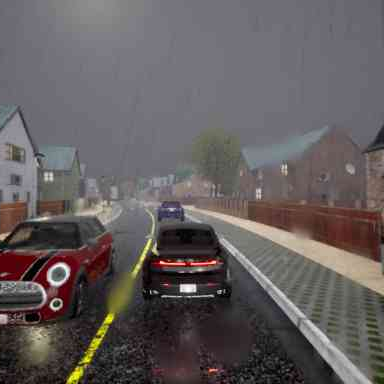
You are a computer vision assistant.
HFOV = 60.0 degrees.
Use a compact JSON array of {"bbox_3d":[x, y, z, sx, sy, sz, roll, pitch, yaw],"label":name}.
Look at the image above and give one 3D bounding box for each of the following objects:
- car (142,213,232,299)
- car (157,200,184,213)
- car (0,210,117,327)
[{"bbox_3d":[-0.161,1.516,8.498,1.837,1.490,4.892,0,0,-2],"label":"car"},{"bbox_3d":[-1.847,1.435,27.957,2.097,1.767,4.553,0,0,-7],"label":"car"},{"bbox_3d":[-3.067,1.358,7.338,2.097,1.767,4.553,0,0,-2],"label":"car"}]
